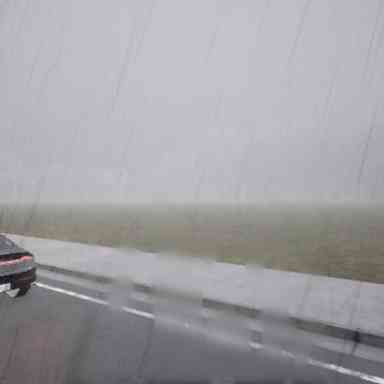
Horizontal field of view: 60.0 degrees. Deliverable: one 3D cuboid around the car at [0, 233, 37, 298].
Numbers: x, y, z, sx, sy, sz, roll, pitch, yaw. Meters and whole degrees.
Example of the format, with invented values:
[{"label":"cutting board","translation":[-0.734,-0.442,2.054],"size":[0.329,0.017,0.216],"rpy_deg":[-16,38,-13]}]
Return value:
[{"label":"car","translation":[-5.419,1.548,7.433],"size":[4.902,1.511,2.128],"rpy_deg":[0,0,36]}]
